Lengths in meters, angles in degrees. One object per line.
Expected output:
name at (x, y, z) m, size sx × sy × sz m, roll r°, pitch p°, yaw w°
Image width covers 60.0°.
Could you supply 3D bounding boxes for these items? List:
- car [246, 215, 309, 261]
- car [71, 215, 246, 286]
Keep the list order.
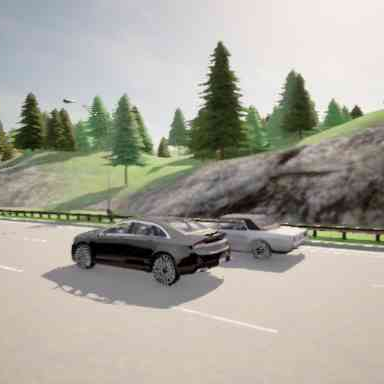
car at (1.436, 1.446, 11.589) m, size 4.718 × 1.301 × 1.895 m, roll 0°, pitch 1°, yaw 34°
car at (-1.291, 1.401, 9.123) m, size 4.902 × 1.511 × 2.128 m, roll 0°, pitch 1°, yaw 34°
